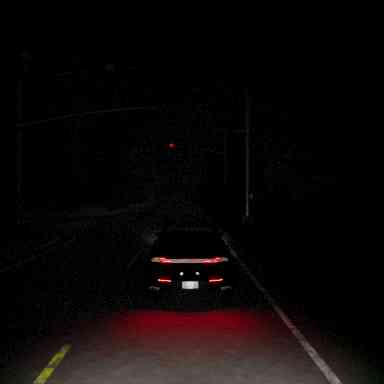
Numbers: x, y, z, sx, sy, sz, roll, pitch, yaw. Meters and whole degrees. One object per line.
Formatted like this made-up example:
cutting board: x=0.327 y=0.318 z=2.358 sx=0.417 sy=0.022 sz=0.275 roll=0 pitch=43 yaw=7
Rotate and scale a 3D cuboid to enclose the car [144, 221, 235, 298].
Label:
car: x=-0.071 y=1.492 z=8.530 sx=2.128 sy=1.511 sz=4.902 roll=0 pitch=0 yaw=-1
